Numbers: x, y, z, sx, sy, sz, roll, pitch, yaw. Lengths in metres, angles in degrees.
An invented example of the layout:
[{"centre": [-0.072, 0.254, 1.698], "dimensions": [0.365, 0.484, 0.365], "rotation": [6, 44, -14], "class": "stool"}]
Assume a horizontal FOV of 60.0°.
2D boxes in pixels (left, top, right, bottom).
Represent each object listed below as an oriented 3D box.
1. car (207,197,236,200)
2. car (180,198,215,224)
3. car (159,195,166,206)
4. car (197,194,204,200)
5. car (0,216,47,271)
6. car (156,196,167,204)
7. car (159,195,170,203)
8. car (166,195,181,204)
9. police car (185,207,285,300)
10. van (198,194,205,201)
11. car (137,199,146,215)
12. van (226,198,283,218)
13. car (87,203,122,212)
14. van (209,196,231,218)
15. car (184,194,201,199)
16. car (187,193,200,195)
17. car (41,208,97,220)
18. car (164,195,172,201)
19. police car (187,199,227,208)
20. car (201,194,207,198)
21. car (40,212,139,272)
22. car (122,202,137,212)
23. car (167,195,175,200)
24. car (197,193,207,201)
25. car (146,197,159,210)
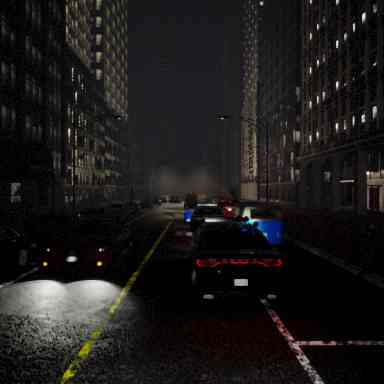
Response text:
[{"centre": [2.607, 1.309, 25.486], "dimensions": [2.192, 1.841, 5.009], "rotation": [-1, 0, 0], "class": "car"}, {"centre": [0.572, 1.472, 24.558], "dimensions": [1.882, 1.535, 5.008], "rotation": [0, 0, 6], "class": "car"}, {"centre": [-5.856, 1.538, 53.879], "dimensions": [2.008, 1.369, 4.403], "rotation": [-1, 0, 0], "class": "car"}, {"centre": [2.404, 1.414, 93.690], "dimensions": [1.967, 1.590, 4.097], "rotation": [-1, 0, 0], "class": "car"}, {"centre": [-5.720, 1.549, 8.410], "dimensions": [2.008, 1.369, 4.403], "rotation": [-1, 0, 0], "class": "car"}, {"centre": [-5.890, 1.566, 65.246], "dimensions": [1.802, 1.307, 4.206], "rotation": [-1, 0, 0], "class": "car"}, {"centre": [-5.909, 1.422, 70.929], "dimensions": [1.967, 1.590, 4.097], "rotation": [-1, 0, 0], "class": "car"}, {"centre": [-3.180, 1.336, 61.546], "dimensions": [2.097, 1.767, 4.553], "rotation": [0, 0, 0], "class": "car"}, {"centre": [0.877, 1.423, 8.569], "dimensions": [1.930, 1.638, 5.238], "rotation": [0, 0, 0], "class": "police car"}, {"centre": [2.420, 1.317, 88.006], "dimensions": [1.690, 1.788, 3.998], "rotation": [-1, 0, 0], "class": "van"}, {"centre": [-5.788, 1.575, 31.145], "dimensions": [1.802, 1.307, 4.206], "rotation": [-1, 0, 0], "class": "car"}, {"centre": [2.641, 1.338, 14.119], "dimensions": [1.690, 1.788, 3.998], "rotation": [-1, 0, 0], "class": "van"}, {"centre": [-5.754, 1.540, 19.777], "dimensions": [1.887, 1.381, 4.507], "rotation": [-1, 0, 0], "class": "car"}, {"centre": [2.590, 1.334, 31.170], "dimensions": [1.690, 1.788, 3.998], "rotation": [-1, 0, 0], "class": "van"}, {"centre": [-0.121, 1.467, 45.610], "dimensions": [1.882, 1.535, 5.008], "rotation": [0, 0, 0], "class": "car"}, {"centre": [-0.175, 1.207, 59.499], "dimensions": [2.150, 2.045, 5.566], "rotation": [0, 0, 0], "class": "car"}, {"centre": [-5.737, 1.563, 14.094], "dimensions": [1.947, 1.339, 4.313], "rotation": [-1, 0, 0], "class": "car"}, {"centre": [-5.941, 1.504, 82.127], "dimensions": [1.752, 1.417, 4.829], "rotation": [-1, 0, 0], "class": "car"}, {"centre": [0.847, 1.421, 18.570], "dimensions": [1.930, 1.638, 5.238], "rotation": [0, 0, 0], "class": "police car"}, {"centre": [2.524, 1.538, 53.904], "dimensions": [2.008, 1.369, 4.403], "rotation": [-1, 0, 0], "class": "car"}, {"centre": [-3.131, 1.561, 10.656], "dimensions": [1.994, 1.385, 4.181], "rotation": [0, 0, 0], "class": "car"}, {"centre": [-5.772, 1.545, 25.461], "dimensions": [2.008, 1.369, 4.403], "rotation": [-1, 0, 0], "class": "car"}, {"centre": [-5.976, 1.540, 93.665], "dimensions": [1.947, 1.339, 4.313], "rotation": [-1, 0, 0], "class": "car"}, {"centre": [2.436, 1.293, 82.323], "dimensions": [2.192, 1.841, 5.009], "rotation": [-1, 0, 0], "class": "car"}, {"centre": [-5.823, 1.541, 42.512], "dimensions": [2.008, 1.369, 4.403], "rotation": [-1, 0, 0], "class": "car"}]
